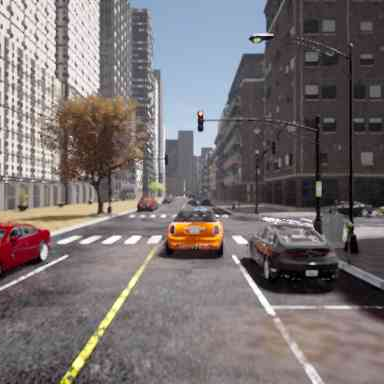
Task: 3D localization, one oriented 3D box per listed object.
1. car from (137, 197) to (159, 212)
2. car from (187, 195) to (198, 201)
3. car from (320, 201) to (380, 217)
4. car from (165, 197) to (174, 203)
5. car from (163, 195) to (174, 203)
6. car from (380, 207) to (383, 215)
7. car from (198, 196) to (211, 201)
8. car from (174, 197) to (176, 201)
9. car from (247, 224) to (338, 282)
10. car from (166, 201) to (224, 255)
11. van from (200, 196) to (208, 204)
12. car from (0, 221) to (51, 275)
[{"bbox_3d":[-5.693,1.525,42.035,2.192,1.841,5.009,0,0,0],"label":"car"},{"bbox_3d":[-0.002,1.966,71.800,1.895,1.301,4.718,0,0,0],"label":"car"},{"bbox_3d":[13.425,1.480,29.052,4.403,1.369,2.008,-1,1,-1],"label":"car"},{"bbox_3d":[-5.693,2.019,86.216,2.008,1.369,4.403,0,0,0],"label":"car"},{"bbox_3d":[-5.693,1.965,75.171,1.947,1.339,4.313,0,0,0],"label":"car"},{"bbox_3d":[18.822,1.380,29.107,4.829,1.417,1.752,-1,1,-1],"label":"car"},{"bbox_3d":[2.688,1.898,64.124,1.947,1.339,4.313,0,0,0],"label":"car"},{"bbox_3d":[-5.693,1.748,80.694,2.192,1.841,5.009,0,0,0],"label":"car"},{"bbox_3d":[2.689,1.595,9.646,2.008,1.369,4.403,0,0,0],"label":"car"},{"bbox_3d":[0.236,1.416,13.842,2.097,1.767,4.553,0,0,4],"label":"car"},{"bbox_3d":[2.687,1.740,75.171,1.690,1.788,3.998,0,0,0],"label":"van"},{"bbox_3d":[-5.692,1.589,9.646,1.887,1.381,4.507,0,0,0],"label":"car"}]
